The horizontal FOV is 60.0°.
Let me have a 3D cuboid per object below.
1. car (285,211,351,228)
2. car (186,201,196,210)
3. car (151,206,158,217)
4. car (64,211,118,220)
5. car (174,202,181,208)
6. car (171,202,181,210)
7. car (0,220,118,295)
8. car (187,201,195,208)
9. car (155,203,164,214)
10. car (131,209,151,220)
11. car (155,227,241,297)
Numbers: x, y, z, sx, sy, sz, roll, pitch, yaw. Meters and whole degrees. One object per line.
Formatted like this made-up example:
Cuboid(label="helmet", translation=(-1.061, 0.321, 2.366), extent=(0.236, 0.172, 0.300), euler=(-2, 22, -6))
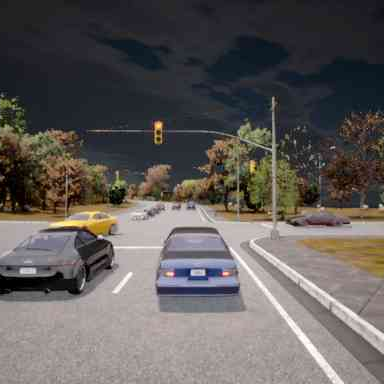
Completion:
Cuboid(label="car", translation=(11.165, 2.430, 29.556), extent=(5.357, 1.411, 2.033), euler=(0, -3, -2))
Cuboid(label="car", translation=(-0.217, 3.298, 77.775), extent=(2.097, 1.767, 4.553), euler=(0, 0, 0))
Cuboid(label="car", translation=(-7.242, 3.461, 55.218), extent=(1.895, 1.301, 4.718), euler=(0, -1, 0))
Cuboid(label="car", translation=(-6.150, 1.897, 19.319), extent=(1.882, 1.535, 5.008), euler=(-2, -3, 16))
Cuboid(label="car", translation=(-3.863, 3.414, 88.211), extent=(1.837, 1.490, 4.892), euler=(0, 0, -4))
Cuboid(label="car", translation=(-3.718, 3.473, 78.235), extent=(1.812, 1.442, 4.674), euler=(0, 0, 0))
Cuboid(label="car", translation=(-3.446, 1.664, 9.001), extent=(1.994, 1.385, 4.181), euler=(0, -1, 0))
Cuboid(label="car", translation=(-0.340, 3.229, 87.954), extent=(1.882, 1.535, 5.008), euler=(0, 0, -4))
Cuboid(label="car", translation=(-7.218, 3.525, 64.965), extent=(2.033, 1.411, 5.357), euler=(0, 0, 0))
Cuboid(label="car", translation=(-7.234, 3.138, 46.198), extent=(1.812, 1.442, 4.674), euler=(0, -2, 0))
Cuboid(label="car", translation=(0.068, 1.645, 8.894), extent=(2.033, 1.411, 5.357), euler=(0, -1, -1))
